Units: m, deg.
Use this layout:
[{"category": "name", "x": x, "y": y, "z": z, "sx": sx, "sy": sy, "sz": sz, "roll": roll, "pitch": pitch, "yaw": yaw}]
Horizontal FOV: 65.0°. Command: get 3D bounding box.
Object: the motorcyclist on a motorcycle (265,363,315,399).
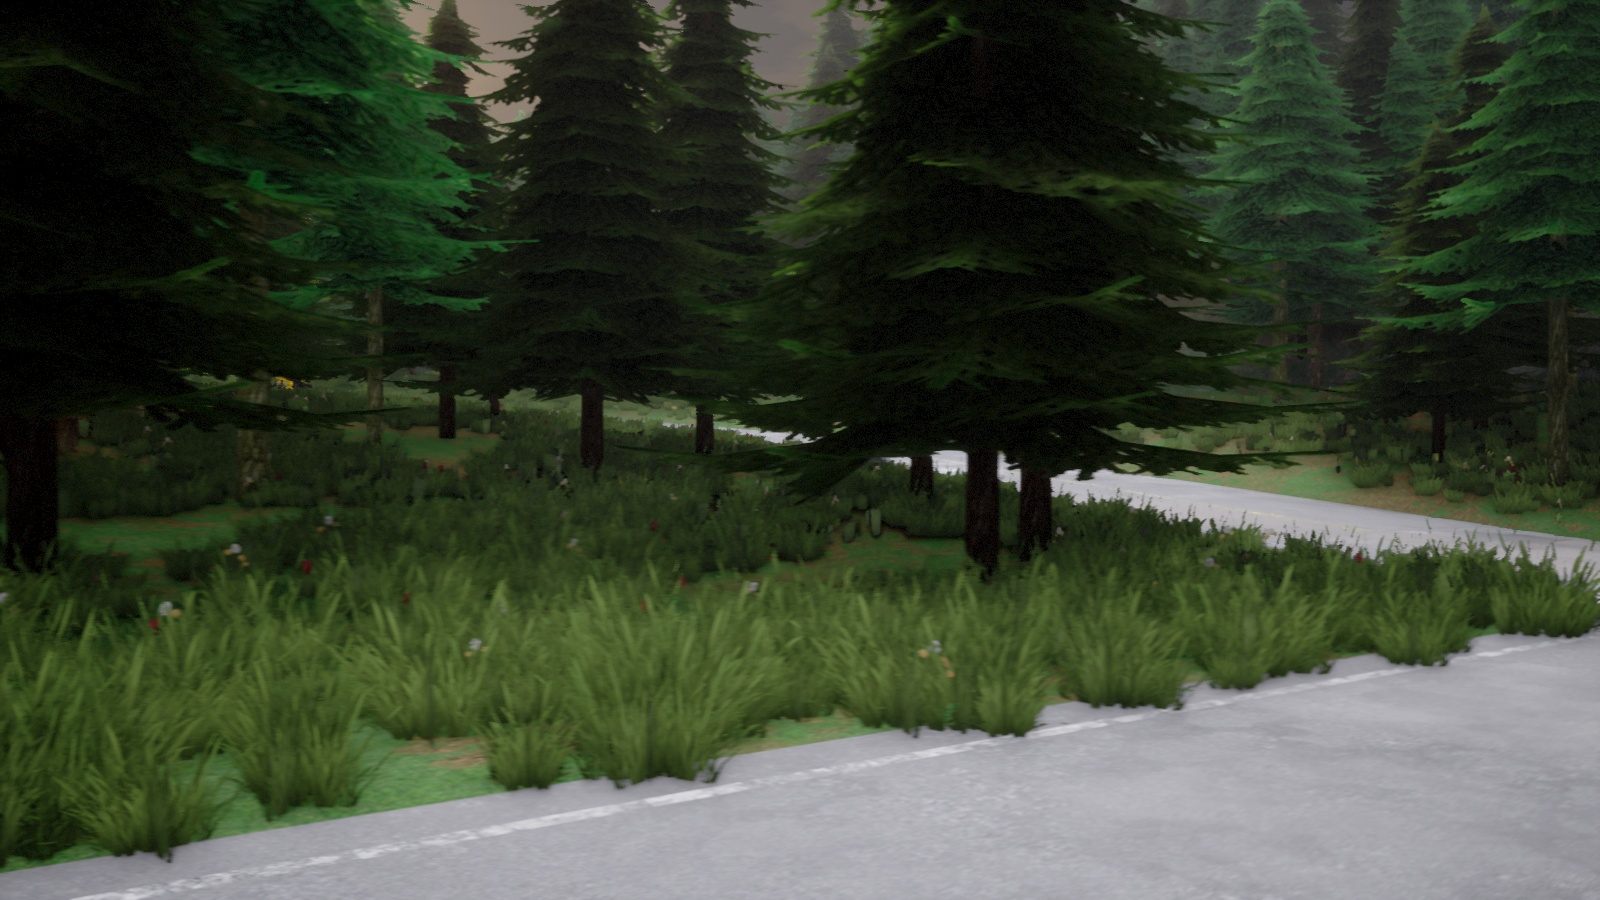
[{"category": "motorcyclist on a motorcycle", "x": -24.715, "y": -3.337, "z": 60.870, "sx": 2.044, "sy": 1.523, "sz": 0.797, "roll": 4, "pitch": 1, "yaw": 3}]
